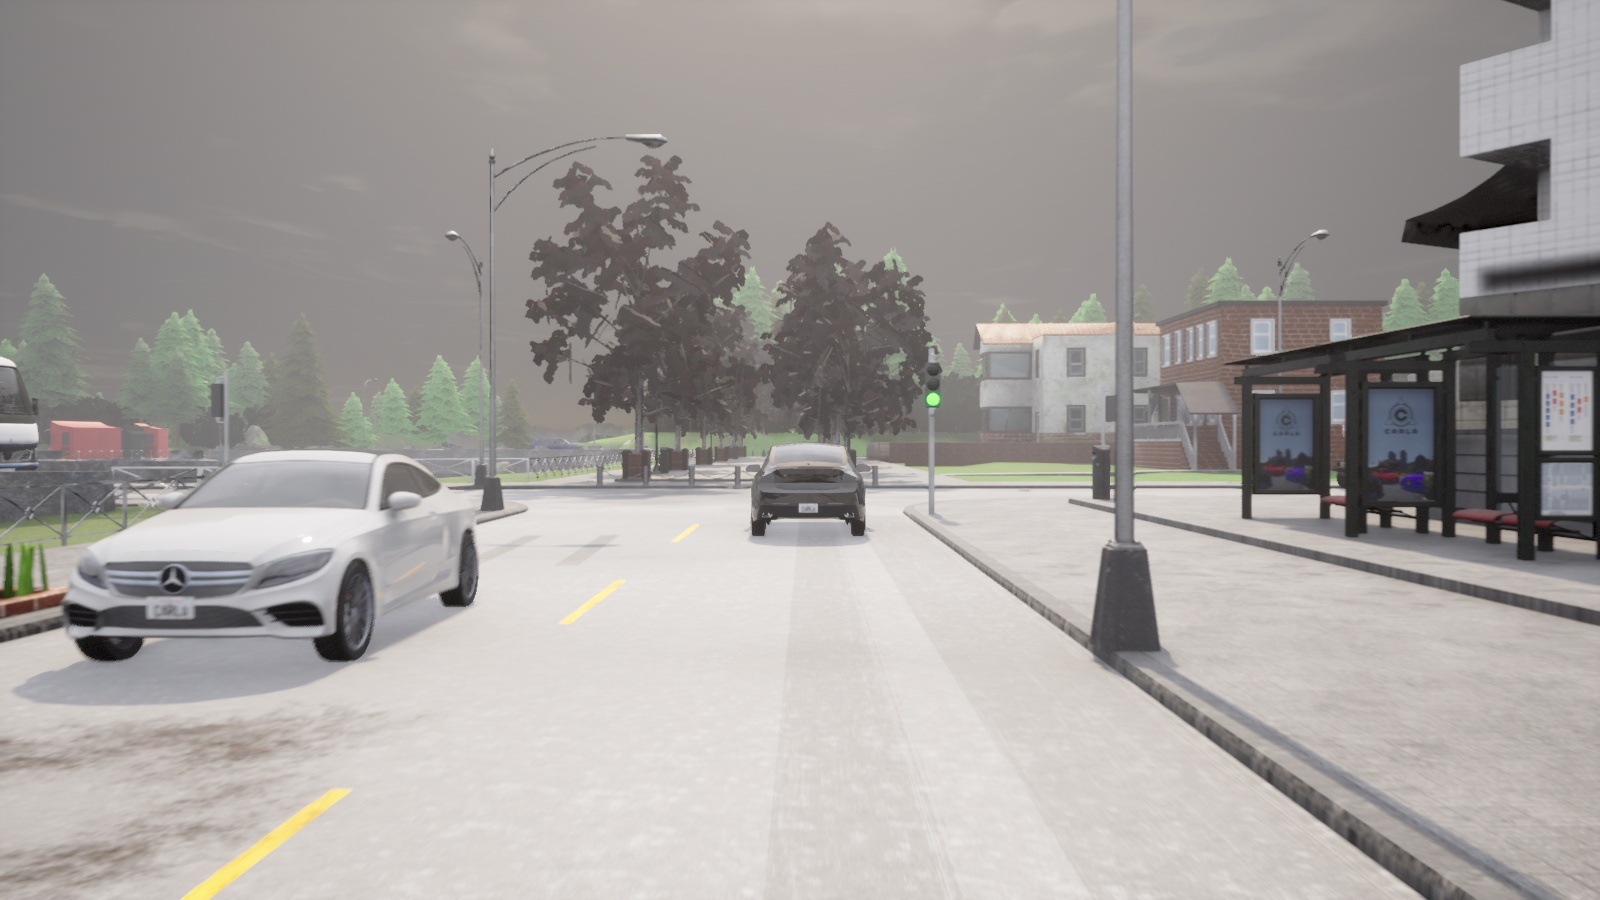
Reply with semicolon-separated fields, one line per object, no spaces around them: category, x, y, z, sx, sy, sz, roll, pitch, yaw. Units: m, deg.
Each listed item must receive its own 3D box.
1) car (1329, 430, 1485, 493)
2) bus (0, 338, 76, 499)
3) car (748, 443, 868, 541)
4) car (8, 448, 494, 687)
car;18.546;0.340;38.483;3.866;1.878;1.905;0;0;1
bus;-26.295;-0.847;34.806;10.273;4.253;3.944;0;0;2
car;0.140;0.629;21.707;1.837;1.490;4.892;0;0;0
car;-3.927;0.713;10.023;1.812;1.442;4.674;0;0;0
